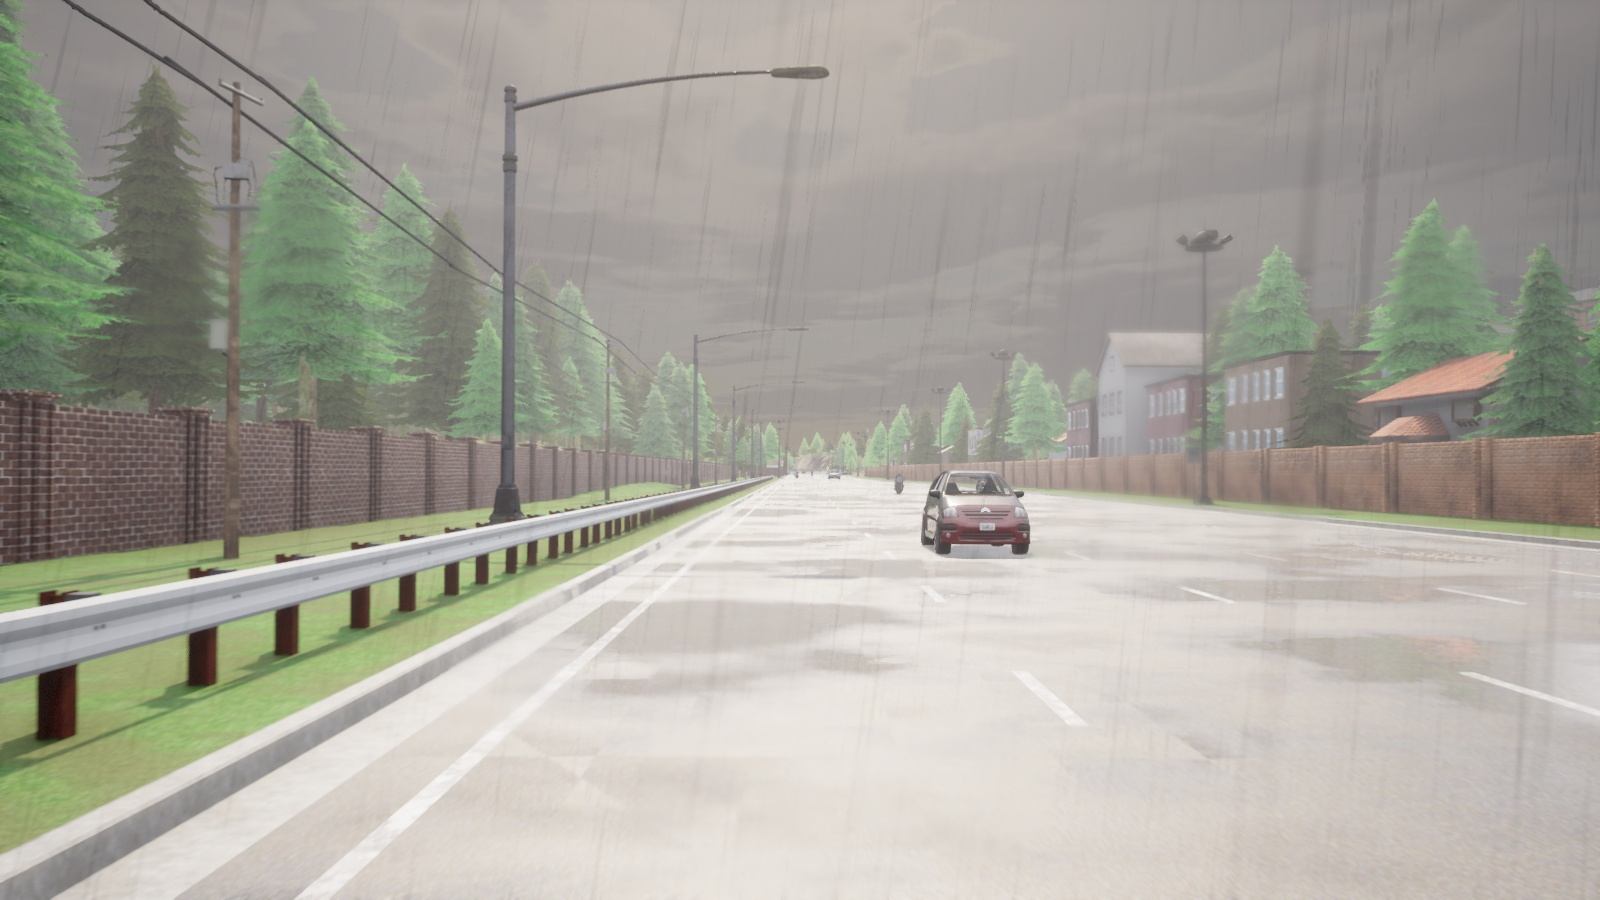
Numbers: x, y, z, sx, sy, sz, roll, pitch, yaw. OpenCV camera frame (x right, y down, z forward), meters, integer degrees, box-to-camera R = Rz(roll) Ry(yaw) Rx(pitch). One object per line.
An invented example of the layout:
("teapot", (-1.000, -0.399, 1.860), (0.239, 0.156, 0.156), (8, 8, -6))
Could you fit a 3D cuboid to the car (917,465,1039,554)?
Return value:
("car", (3.438, 1.117, 24.948), (1.851, 1.617, 3.988), (0, -1, 0))
